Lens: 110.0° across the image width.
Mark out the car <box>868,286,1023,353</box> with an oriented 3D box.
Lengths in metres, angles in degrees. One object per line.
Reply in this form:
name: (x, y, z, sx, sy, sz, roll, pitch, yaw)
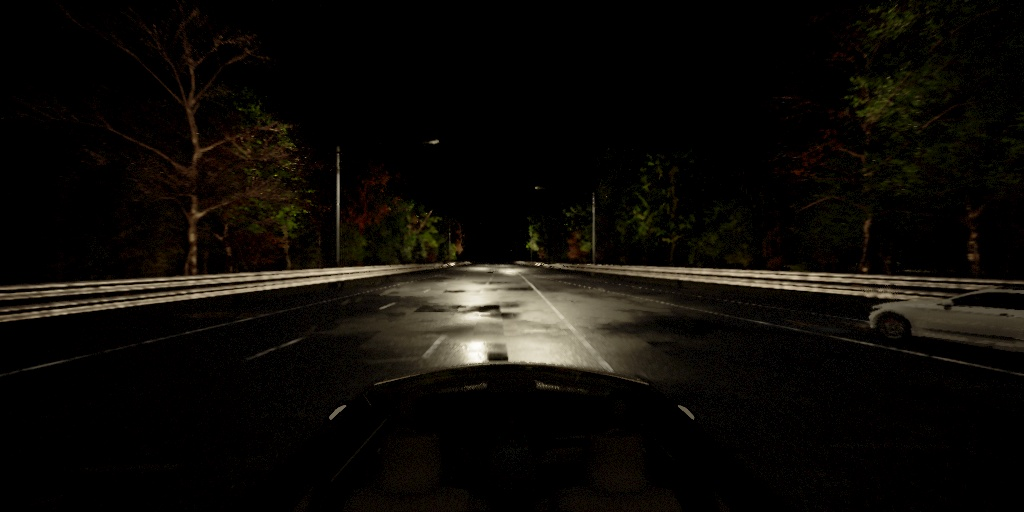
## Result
car: (10.533, 1.357, 7.478, 1.812, 1.442, 4.674, 0, 0, -11)
